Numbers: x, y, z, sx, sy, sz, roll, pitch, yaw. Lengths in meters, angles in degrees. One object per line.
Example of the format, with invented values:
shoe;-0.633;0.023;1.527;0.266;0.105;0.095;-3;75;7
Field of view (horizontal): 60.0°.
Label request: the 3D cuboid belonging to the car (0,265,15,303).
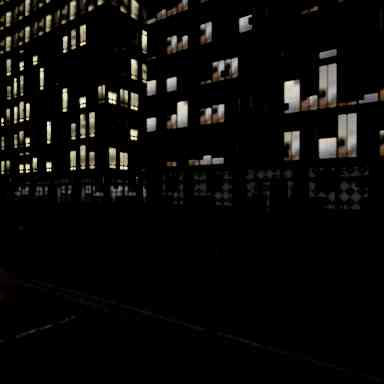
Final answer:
car;-5.491;1.522;6.799;4.829;1.417;1.752;0;0;36
